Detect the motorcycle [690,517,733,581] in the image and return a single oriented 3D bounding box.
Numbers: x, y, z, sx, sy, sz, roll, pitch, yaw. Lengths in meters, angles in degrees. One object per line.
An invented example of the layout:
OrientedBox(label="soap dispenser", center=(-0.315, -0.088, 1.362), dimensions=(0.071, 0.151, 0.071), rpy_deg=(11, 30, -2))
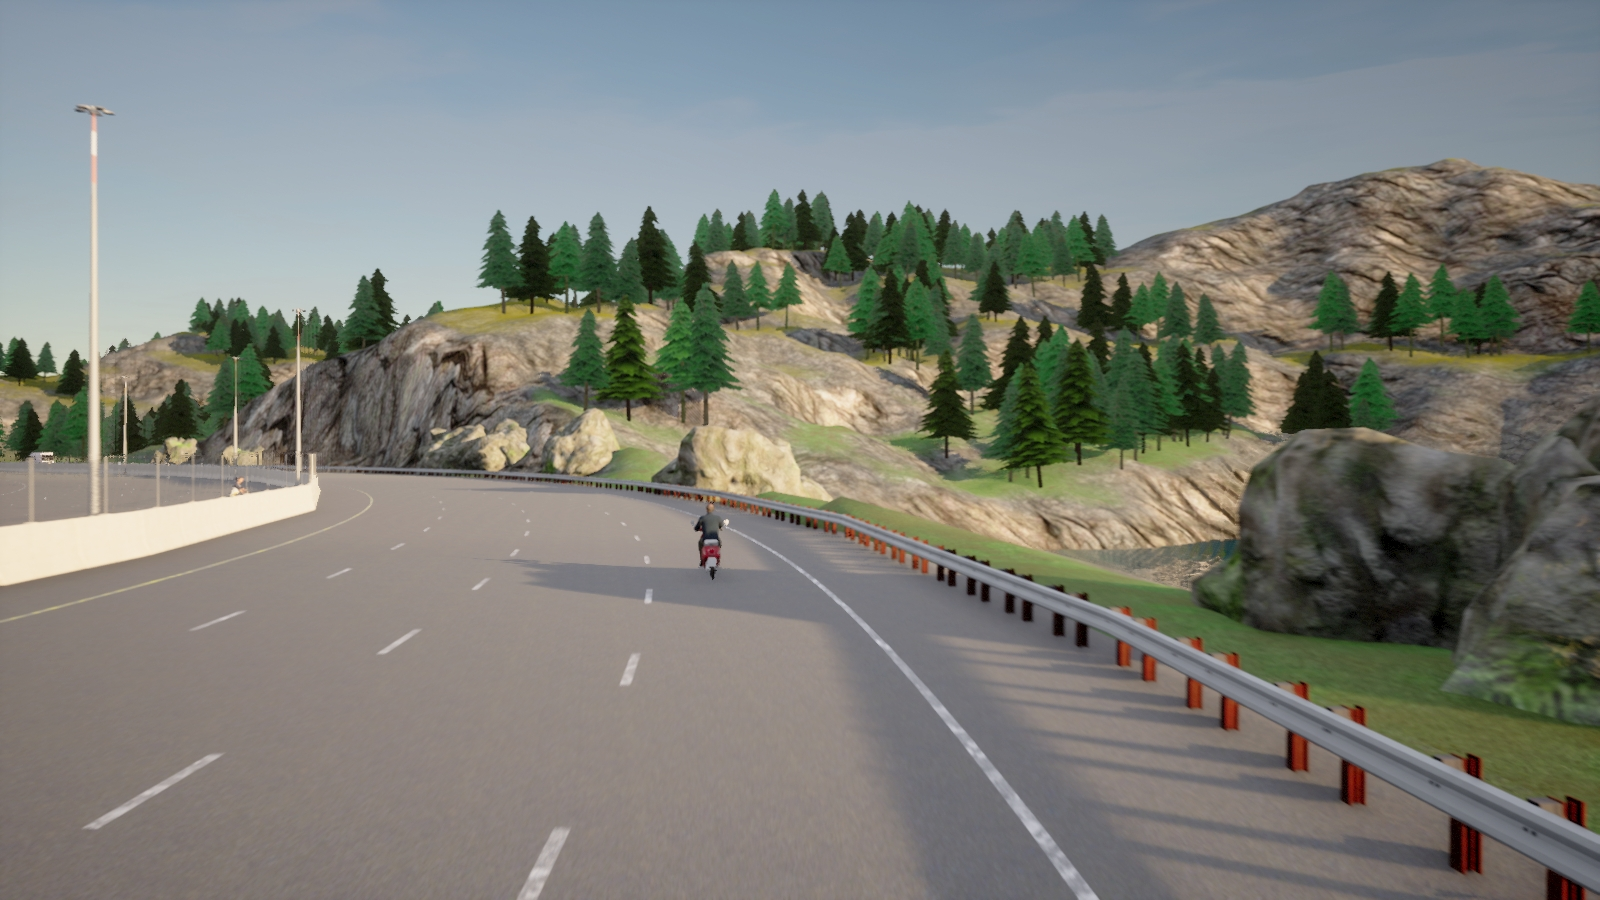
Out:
OrientedBox(label="motorcycle", center=(-1.987, 2.182, 25.448), dimensions=(0.856, 1.236, 1.805), rpy_deg=(-1, 0, -6))

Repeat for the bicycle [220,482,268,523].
OrientedBox(label="bicycle", center=(-21.863, 2.076, 44.950), dimensions=(1.643, 1.514, 0.373), rpy_deg=(-2, -3, -10))
